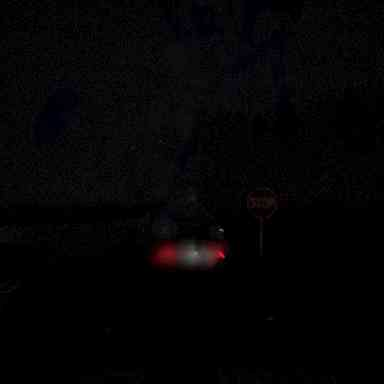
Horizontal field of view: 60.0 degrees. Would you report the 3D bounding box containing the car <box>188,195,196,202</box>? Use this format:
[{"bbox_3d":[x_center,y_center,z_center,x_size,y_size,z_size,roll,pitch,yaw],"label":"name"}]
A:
[{"bbox_3d":[-0.007,1.446,76.440,1.882,1.535,5.008,0,0,0],"label":"car"}]

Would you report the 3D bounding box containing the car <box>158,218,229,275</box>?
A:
[{"bbox_3d":[0.048,1.521,10.261,2.033,1.411,5.357,0,0,1],"label":"car"}]

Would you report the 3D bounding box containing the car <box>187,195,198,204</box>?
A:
[{"bbox_3d":[-0.006,1.676,66.449,1.895,1.301,4.718,0,0,0],"label":"car"}]
